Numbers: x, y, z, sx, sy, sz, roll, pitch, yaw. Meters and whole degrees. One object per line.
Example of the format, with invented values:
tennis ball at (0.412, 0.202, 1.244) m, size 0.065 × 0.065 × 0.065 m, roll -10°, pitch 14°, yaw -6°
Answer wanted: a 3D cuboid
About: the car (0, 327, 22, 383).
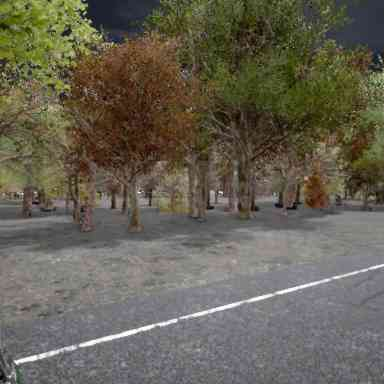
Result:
car at (-3.671, 1.220, 1.127) m, size 5.566 × 2.045 × 2.150 m, roll 0°, pitch 0°, yaw -35°
